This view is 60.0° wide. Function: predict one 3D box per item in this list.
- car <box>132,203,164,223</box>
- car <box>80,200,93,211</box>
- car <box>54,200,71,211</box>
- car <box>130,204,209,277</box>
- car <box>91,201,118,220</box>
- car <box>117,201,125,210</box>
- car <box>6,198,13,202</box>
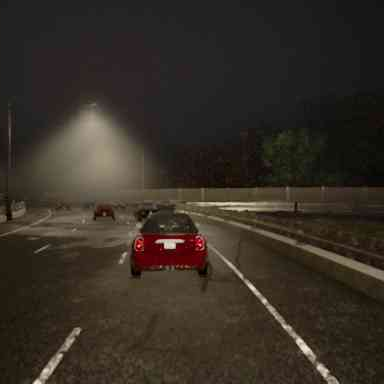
[{"bbox_3d":[-3.996,1.746,29.110,2.033,1.411,5.357,0,0,-16],"label":"car"},{"bbox_3d":[-14.873,1.884,47.939,1.812,1.442,4.674,0,0,-26],"label":"car"},{"bbox_3d":[-18.328,1.891,47.040,1.812,1.442,4.674,0,0,-26],"label":"car"},{"bbox_3d":[-0.751,1.424,10.727,2.097,1.767,4.553,0,0,-5],"label":"car"},{"bbox_3d":[-8.175,1.751,30.813,1.812,1.442,4.674,0,0,-16],"label":"car"},{"bbox_3d":[-11.165,1.948,48.377,1.895,1.301,4.718,0,0,-25],"label":"car"},{"bbox_3d":[-47.465,2.070,83.028,4.181,1.385,1.994,0,0,37],"label":"car"}]
